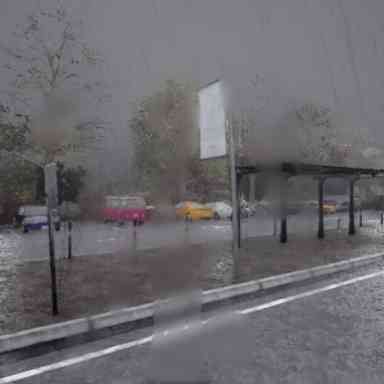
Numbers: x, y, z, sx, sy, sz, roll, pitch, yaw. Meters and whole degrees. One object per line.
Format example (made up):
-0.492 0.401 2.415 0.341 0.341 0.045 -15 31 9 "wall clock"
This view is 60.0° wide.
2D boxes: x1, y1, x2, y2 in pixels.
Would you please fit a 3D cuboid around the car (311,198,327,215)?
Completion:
10.927 1.594 34.562 2.163 1.488 4.792 0 0 -36 "car"

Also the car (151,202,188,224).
-2.600 1.557 24.847 2.002 1.452 4.674 0 0 -36 "car"

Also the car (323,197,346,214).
13.309 1.570 36.001 1.946 1.575 5.366 0 0 -36 "car"

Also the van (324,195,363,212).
17.784 1.365 39.287 1.878 1.987 4.442 0 0 -36 "van"

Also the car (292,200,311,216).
8.691 1.557 32.919 2.231 1.521 4.892 0 0 -36 "car"

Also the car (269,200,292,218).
6.427 1.547 31.314 2.097 1.535 5.008 0 0 -36 "car"

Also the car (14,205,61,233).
-9.355 1.526 19.982 2.163 1.488 4.792 0 0 -36 "car"

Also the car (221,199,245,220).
1.916 1.572 28.078 2.002 1.452 4.674 0 0 -36 "car"

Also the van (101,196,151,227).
-4.925 1.284 23.330 1.878 1.987 4.442 0 0 -36 "van"

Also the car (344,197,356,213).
15.442 1.612 37.792 2.163 1.488 4.792 0 0 -36 "car"

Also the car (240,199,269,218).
4.154 1.414 29.720 2.185 1.767 4.553 0 0 -36 "car"

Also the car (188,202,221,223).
-0.339 1.524 26.461 2.097 1.535 5.008 0 0 -36 "car"
